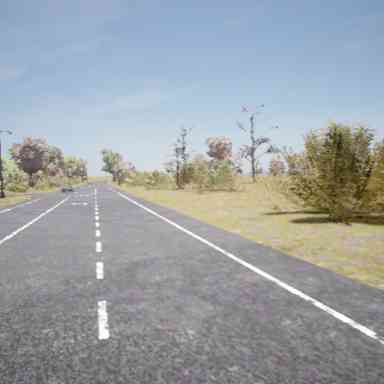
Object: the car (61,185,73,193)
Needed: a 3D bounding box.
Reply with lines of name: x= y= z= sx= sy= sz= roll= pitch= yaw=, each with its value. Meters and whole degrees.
car: x=-24.293 y=-0.593 z=64.643 sx=1.994 sy=1.385 sz=4.181 roll=-3 pitch=3 yaw=-16
